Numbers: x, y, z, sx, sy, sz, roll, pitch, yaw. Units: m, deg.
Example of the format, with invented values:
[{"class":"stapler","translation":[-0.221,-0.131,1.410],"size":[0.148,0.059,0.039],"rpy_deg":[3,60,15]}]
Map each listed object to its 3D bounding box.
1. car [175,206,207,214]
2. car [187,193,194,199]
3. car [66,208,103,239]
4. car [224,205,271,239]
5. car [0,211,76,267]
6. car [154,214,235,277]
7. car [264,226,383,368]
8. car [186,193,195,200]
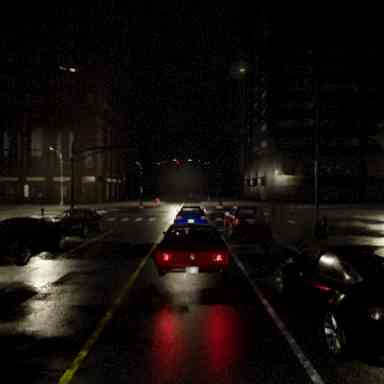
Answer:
[{"class":"car","translation":[-0.057,1.522,20.144],"size":[1.994,1.385,4.181],"rpy_deg":[0,0,0]},{"class":"car","translation":[-0.413,1.089,95.299],"size":[2.097,1.767,4.553],"rpy_deg":[0,0,0]},{"class":"car","translation":[-5.814,1.515,16.991],"size":[2.008,1.369,4.403],"rpy_deg":[0,0,0]},{"class":"car","translation":[2.710,1.405,17.017],"size":[1.967,1.590,4.097],"rpy_deg":[0,0,0]},{"class":"car","translation":[-5.797,1.541,11.354],"size":[1.947,1.339,4.313],"rpy_deg":[0,0,0]},{"class":"car","translation":[0.026,1.579,10.175],"size":[1.895,1.301,4.718],"rpy_deg":[0,0,0]},{"class":"car","translation":[2.744,1.553,5.745],"size":[1.947,1.339,4.313],"rpy_deg":[0,0,0]},{"class":"car","translation":[-0.342,1.230,85.291],"size":[2.097,1.767,4.553],"rpy_deg":[0,0,0]}]
